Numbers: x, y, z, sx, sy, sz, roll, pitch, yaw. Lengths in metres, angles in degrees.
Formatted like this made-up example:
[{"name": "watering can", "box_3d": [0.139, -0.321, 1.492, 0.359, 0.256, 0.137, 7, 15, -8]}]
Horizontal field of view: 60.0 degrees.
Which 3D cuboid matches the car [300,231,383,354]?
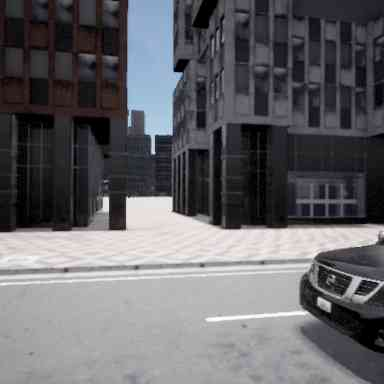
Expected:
[{"name": "car", "box_3d": [4.606, 1.298, 5.340, 5.566, 2.045, 2.150, 1, -1, -12]}]
